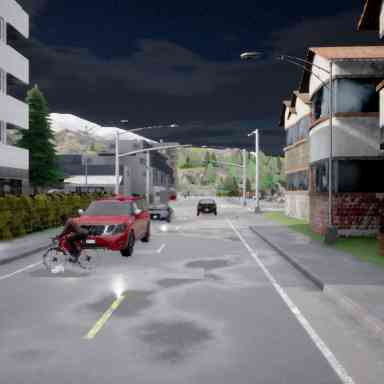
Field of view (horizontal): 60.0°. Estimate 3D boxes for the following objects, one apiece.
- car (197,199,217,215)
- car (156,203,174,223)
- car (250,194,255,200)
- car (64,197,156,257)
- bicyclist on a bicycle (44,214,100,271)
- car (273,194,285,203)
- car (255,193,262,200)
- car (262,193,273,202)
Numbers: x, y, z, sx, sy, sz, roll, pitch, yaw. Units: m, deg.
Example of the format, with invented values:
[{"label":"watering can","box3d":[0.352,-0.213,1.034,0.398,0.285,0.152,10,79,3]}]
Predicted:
[{"label":"car","box3d":[1.516,1.419,33.797,1.882,1.535,5.008,0,2,3]},{"label":"car","box3d":[-2.479,1.564,25.227,1.994,1.385,4.181,0,0,3]},{"label":"car","box3d":[17.315,1.113,81.753,4.605,1.855,1.932,0,0,2]},{"label":"car","box3d":[-3.078,1.222,13.342,2.150,2.045,5.566,0,0,3]},{"label":"bicyclist on a bicycle","box3d":[-3.446,1.455,9.479,1.656,1.620,0.582,-2,0,3]},{"label":"car","box3d":[17.073,1.247,59.625,3.806,1.475,1.970,0,0,2]},{"label":"car","box3d":[17.598,1.092,78.832,3.866,1.878,1.905,0,0,2]},{"label":"car","box3d":[17.034,1.169,66.050,5.027,1.636,2.152,0,0,2]}]
